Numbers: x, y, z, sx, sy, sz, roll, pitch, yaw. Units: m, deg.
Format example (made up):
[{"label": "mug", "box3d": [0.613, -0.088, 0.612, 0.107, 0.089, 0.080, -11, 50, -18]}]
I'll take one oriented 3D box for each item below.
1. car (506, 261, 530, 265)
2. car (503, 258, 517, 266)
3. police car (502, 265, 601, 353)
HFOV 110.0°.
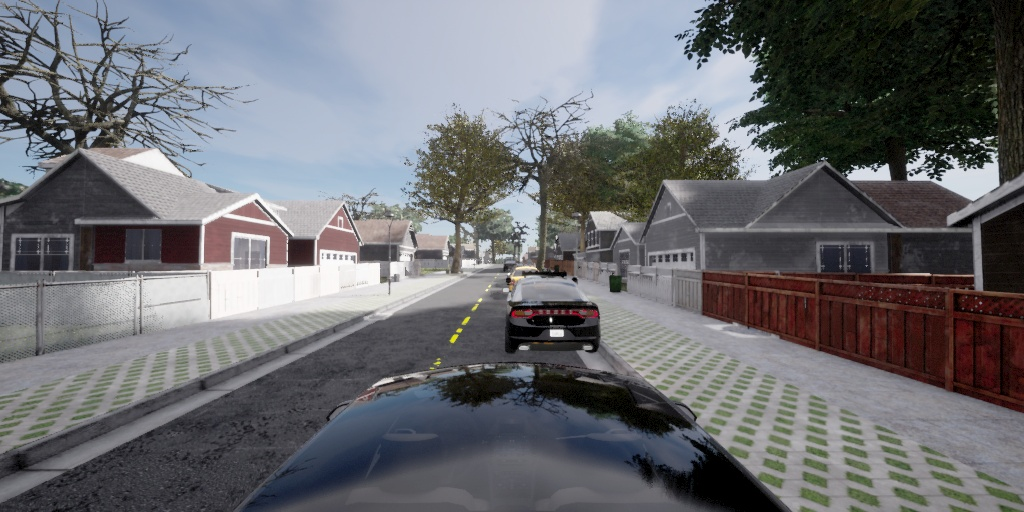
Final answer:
[{"label": "car", "box3d": [0.733, 1.224, 19.095, 1.801, 1.575, 5.366, 0, 0, 0]}, {"label": "car", "box3d": [-0.214, 1.352, 49.556, 1.882, 1.535, 5.008, 0, 0, 0]}, {"label": "police car", "box3d": [0.789, 1.182, 9.009, 1.930, 1.638, 5.238, 0, 0, 0]}]
